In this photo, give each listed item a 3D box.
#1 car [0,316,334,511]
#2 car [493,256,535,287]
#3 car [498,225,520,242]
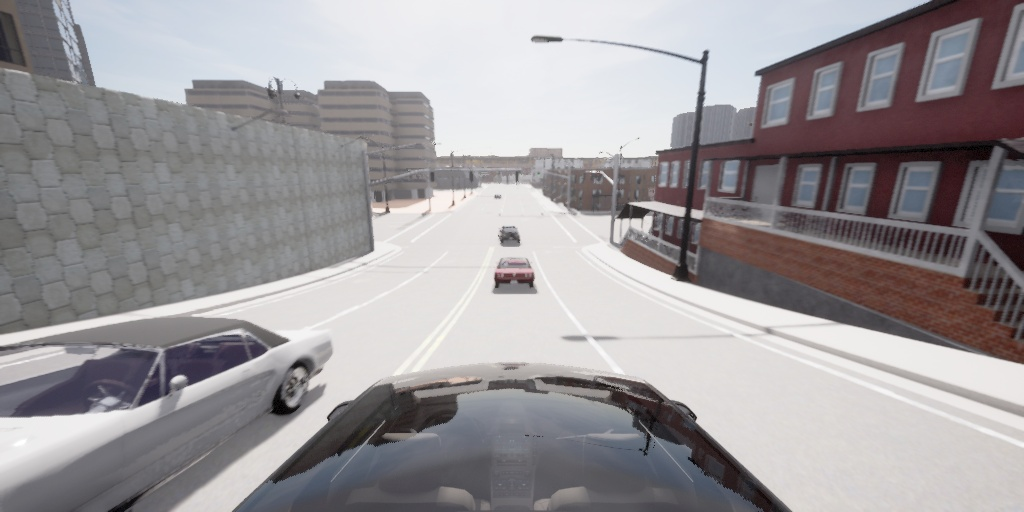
[{"bbox_3d":[-3.589,1.334,3.121,1.895,1.301,4.718,0,1,0],"label":"car"},{"bbox_3d":[0.102,0.655,17.915,1.895,1.301,4.718,0,6,0],"label":"car"},{"bbox_3d":[-0.332,-2.302,34.958,1.812,1.442,4.674,-1,14,-6],"label":"car"}]
